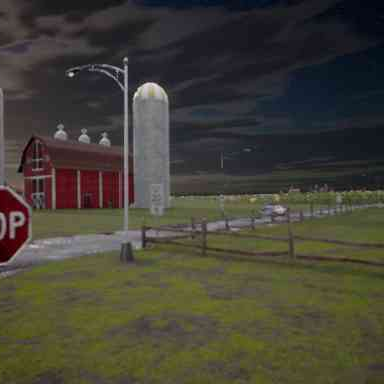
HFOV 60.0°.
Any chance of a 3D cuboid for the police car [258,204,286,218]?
[{"bbox_3d":[9.764,2.313,40.665,2.038,1.542,4.974,-1,-2,35],"label":"police car"}]
